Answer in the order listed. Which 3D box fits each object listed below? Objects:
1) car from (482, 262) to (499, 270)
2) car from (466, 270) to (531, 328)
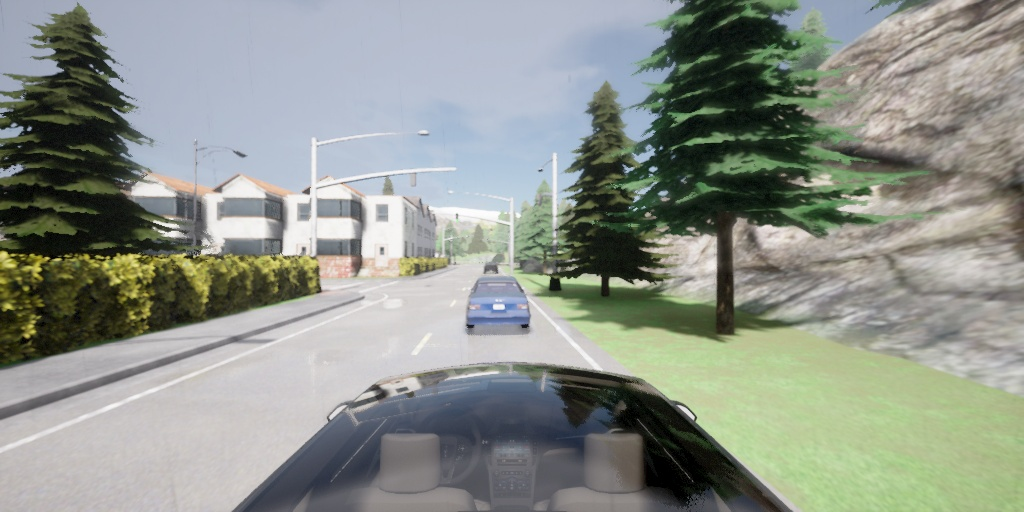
[{"bbox_3d":[-2.690,1.501,45.896,1.837,1.490,4.892,0,0,-4],"label":"car"},{"bbox_3d":[-0.484,1.353,11.620,2.033,1.411,5.357,0,0,-3],"label":"car"}]
